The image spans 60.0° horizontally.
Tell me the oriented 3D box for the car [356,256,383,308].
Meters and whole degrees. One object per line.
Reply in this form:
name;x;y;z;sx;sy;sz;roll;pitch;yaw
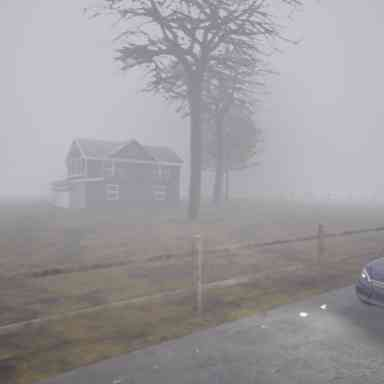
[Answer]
car;5.302;1.525;6.857;4.674;1.442;1.812;0;0;-35
